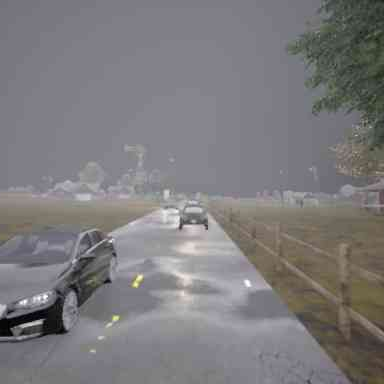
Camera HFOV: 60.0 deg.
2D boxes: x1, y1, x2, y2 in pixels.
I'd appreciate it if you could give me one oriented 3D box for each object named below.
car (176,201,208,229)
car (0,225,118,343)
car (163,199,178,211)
[{"bbox_3d":[0.104,1.579,21.939,1.812,1.442,4.674,0,0,0],"label":"car"},{"bbox_3d":[-2.847,1.499,6.831,2.128,1.511,4.902,0,0,0],"label":"car"},{"bbox_3d":[-2.827,1.721,45.186,1.837,1.490,4.892,0,-1,0],"label":"car"}]
